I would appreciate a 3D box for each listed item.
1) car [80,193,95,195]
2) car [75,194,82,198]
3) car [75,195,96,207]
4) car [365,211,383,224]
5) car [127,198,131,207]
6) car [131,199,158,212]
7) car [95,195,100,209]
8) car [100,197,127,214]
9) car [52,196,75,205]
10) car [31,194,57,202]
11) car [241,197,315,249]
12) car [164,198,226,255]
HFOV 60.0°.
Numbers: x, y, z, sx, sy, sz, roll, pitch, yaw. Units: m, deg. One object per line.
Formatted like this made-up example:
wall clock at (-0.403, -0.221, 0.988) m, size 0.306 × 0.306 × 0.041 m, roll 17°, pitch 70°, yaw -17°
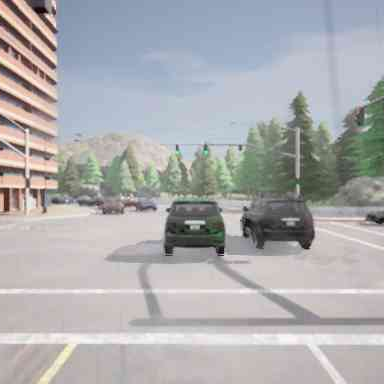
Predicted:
car at (-21.363, 1.447, 64.337) m, size 4.674 × 1.442 × 1.812 m, roll -1°, pitch 0°, yaw 29°
car at (-23.236, 1.449, 61.549) m, size 4.674 × 1.442 × 1.812 m, roll 0°, pitch 0°, yaw 31°
car at (-15.538, 1.538, 50.408) m, size 1.895 × 1.301 × 4.718 m, roll 0°, pitch 0°, yaw -40°
car at (14.879, 1.575, 22.725) m, size 5.357 × 1.411 × 2.033 m, roll 0°, pitch 0°, yaw 3°
car at (-9.362, 1.541, 47.710) m, size 1.895 × 1.301 × 4.718 m, roll 0°, pitch 0°, yaw -31°
car at (-5.418, 1.499, 38.967) m, size 2.033 × 1.411 × 5.357 m, roll 0°, pitch 0°, yaw -18°
car at (-10.633, 1.452, 42.550) m, size 1.837 × 1.490 × 4.892 m, roll 0°, pitch 0°, yaw -26°
car at (-8.023, 1.310, 34.140) m, size 2.097 × 1.767 × 4.553 m, roll 0°, pitch 0°, yaw -13°
car at (-22.993, 1.420, 57.309) m, size 4.902 × 1.511 × 2.128 m, roll 0°, pitch 0°, yaw 34°
car at (-32.157, 1.303, 72.430) m, size 5.008 × 1.535 × 1.882 m, roll 0°, pitch 0°, yaw 9°
car at (3.597, 1.242, 14.809) m, size 2.150 × 2.045 × 5.566 m, roll 0°, pitch 0°, yaw 0°
car at (0.095, 1.247, 13.496) m, size 2.150 × 2.045 × 5.566 m, roll 0°, pitch 0°, yaw 0°
